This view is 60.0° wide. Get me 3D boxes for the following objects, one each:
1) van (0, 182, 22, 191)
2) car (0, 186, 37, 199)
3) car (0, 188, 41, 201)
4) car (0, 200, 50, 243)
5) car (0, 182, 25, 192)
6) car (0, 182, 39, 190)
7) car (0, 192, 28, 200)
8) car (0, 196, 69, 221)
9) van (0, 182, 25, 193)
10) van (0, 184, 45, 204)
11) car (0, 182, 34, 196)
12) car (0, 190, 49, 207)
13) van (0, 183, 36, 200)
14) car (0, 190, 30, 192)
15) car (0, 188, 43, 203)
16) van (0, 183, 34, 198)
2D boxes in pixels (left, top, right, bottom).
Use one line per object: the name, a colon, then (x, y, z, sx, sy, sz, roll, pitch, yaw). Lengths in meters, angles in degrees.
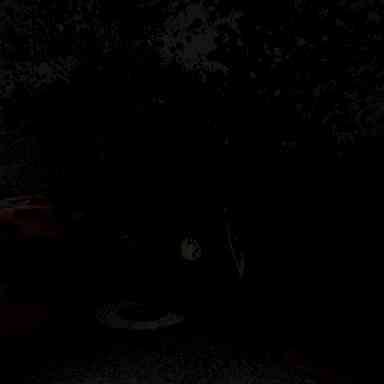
van: (-39.784, -1.193, 72.850, 4.442, 1.987, 1.878, 1, 1, -30)
car: (-23.278, 0.073, 43.878, 5.008, 1.535, 2.097, 1, 1, -30)
car: (-20.501, 0.285, 39.091, 4.792, 1.488, 2.163, 1, 1, -30)
car: (-6.813, 1.336, 15.182, 5.008, 1.535, 2.097, 1, 2, -30)
car: (-38.530, -1.134, 70.376, 5.566, 2.045, 2.435, 1, 1, -30)
car: (-14.982, 0.427, 29.487, 5.566, 2.045, 2.435, 1, 2, -30)
car: (-8.156, 1.100, 17.598, 4.553, 1.767, 2.185, 1, 2, -30)
car: (-10.885, 1.049, 22.278, 4.674, 1.452, 2.002, 1, 2, -30)
van: (-34.269, -0.847, 63.246, 4.442, 1.987, 1.878, 1, 1, -30)
van: (-17.725, 0.230, 34.439, 4.442, 1.987, 1.878, 1, 2, -30)
car: (-27.436, -0.438, 51.059, 5.566, 2.045, 2.435, 1, 1, -30)
car: (-16.419, 0.596, 31.866, 4.792, 1.488, 2.163, 1, 2, -30)
van: (-21.983, -0.064, 41.402, 4.442, 1.987, 1.878, 1, 1, -30)
car: (-12.420, 0.893, 24.587, 5.366, 1.575, 1.946, 1, 2, -30)
car: (-19.188, 0.379, 36.803, 4.792, 1.488, 2.163, 1, 2, -30)
van: (-24.553, -0.237, 46.330, 4.442, 1.987, 1.878, 1, 1, -30)
